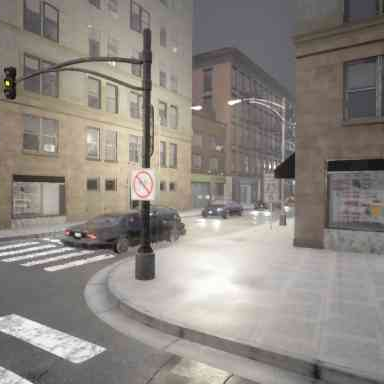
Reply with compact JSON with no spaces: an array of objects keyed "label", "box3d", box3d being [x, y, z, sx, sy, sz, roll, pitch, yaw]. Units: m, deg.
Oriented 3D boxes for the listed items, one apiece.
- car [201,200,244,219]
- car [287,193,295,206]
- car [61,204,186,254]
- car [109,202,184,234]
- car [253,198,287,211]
[{"label":"car","box3d":[2.462,1.297,26.277,1.994,1.385,4.181,1,1,34]},{"label":"car","box3d":[13.685,0.870,43.013,2.097,1.767,4.553,1,1,34]},{"label":"car","box3d":[-2.419,1.456,13.220,2.033,1.411,5.357,1,1,34]},{"label":"car","box3d":[-2.452,1.388,18.910,1.994,1.385,4.181,1,1,34]},{"label":"car","box3d":[7.962,1.191,34.503,1.994,1.385,4.181,1,1,34]}]
